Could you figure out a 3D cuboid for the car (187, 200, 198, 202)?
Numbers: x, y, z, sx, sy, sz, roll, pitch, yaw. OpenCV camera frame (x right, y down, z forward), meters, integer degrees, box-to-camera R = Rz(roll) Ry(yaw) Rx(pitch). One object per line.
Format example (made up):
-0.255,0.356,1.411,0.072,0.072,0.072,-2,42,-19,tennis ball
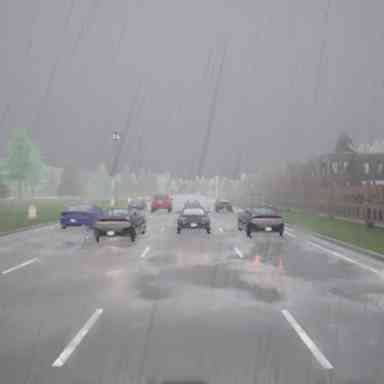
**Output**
0.088,1.612,39.639,1.994,1.385,4.181,0,0,0,car

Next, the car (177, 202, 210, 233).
0.094,1.550,19.782,1.812,1.442,4.674,0,0,0,car

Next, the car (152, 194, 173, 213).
-3.413,1.268,38.630,2.150,2.045,5.566,0,0,0,car

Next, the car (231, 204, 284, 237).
3.594,1.514,18.056,2.128,1.511,4.902,0,0,0,car

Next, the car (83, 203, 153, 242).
-3.405,1.512,16.384,2.128,1.511,4.902,0,0,0,car

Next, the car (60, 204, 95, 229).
-6.907,1.504,21.763,1.882,1.535,5.008,0,0,0,car

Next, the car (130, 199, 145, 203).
-6.913,1.615,42.090,1.994,1.385,4.181,0,0,0,car

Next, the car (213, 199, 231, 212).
3.589,1.552,38.928,1.837,1.490,4.892,0,0,0,car
